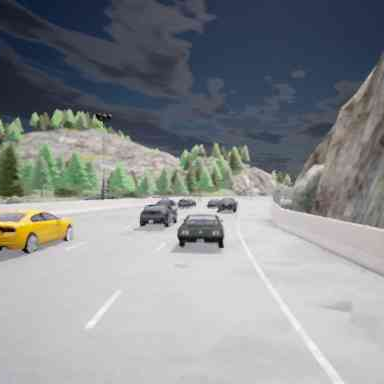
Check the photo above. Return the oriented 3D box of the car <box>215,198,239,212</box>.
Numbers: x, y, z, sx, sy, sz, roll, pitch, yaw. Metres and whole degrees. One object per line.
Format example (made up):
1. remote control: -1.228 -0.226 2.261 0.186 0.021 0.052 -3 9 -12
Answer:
1. car: 4.476 1.474 40.239 2.097 1.767 4.553 1 0 13

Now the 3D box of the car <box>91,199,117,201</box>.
1. car: -17.267 1.156 66.741 2.150 2.045 5.566 1 0 18

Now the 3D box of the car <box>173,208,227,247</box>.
1. car: 0.519 1.635 15.224 1.895 1.301 4.718 1 0 5

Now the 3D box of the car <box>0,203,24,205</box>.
1. car: -18.344 1.438 33.189 1.994 1.385 4.181 1 0 10

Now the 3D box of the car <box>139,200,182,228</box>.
1. car: -2.161 1.526 22.523 1.837 1.490 4.892 0 0 7

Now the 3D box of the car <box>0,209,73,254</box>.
1. car: -6.535 1.435 13.388 1.882 1.535 5.008 0 0 4

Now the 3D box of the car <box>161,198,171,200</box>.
1. car: -3.866 1.620 50.354 1.994 1.385 4.181 0 0 16

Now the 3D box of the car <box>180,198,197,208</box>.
1. car: -0.660 1.578 48.934 2.128 1.511 4.902 0 0 15

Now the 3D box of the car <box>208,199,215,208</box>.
1. car: 3.786 1.702 51.852 1.994 1.385 4.181 0 0 17
